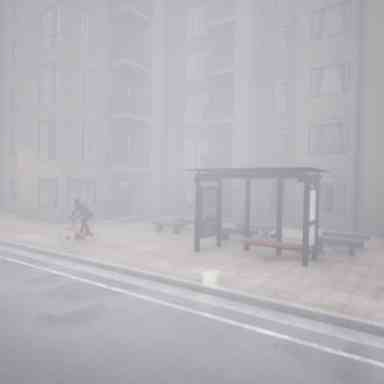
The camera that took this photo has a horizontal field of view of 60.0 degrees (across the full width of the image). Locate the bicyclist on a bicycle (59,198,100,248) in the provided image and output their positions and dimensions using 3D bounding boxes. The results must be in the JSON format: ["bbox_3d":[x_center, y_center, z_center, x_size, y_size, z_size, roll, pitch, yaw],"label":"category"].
[{"bbox_3d":[-3.785,1.040,11.296,0.582,1.620,1.656,2,1,35],"label":"bicyclist on a bicycle"}]
